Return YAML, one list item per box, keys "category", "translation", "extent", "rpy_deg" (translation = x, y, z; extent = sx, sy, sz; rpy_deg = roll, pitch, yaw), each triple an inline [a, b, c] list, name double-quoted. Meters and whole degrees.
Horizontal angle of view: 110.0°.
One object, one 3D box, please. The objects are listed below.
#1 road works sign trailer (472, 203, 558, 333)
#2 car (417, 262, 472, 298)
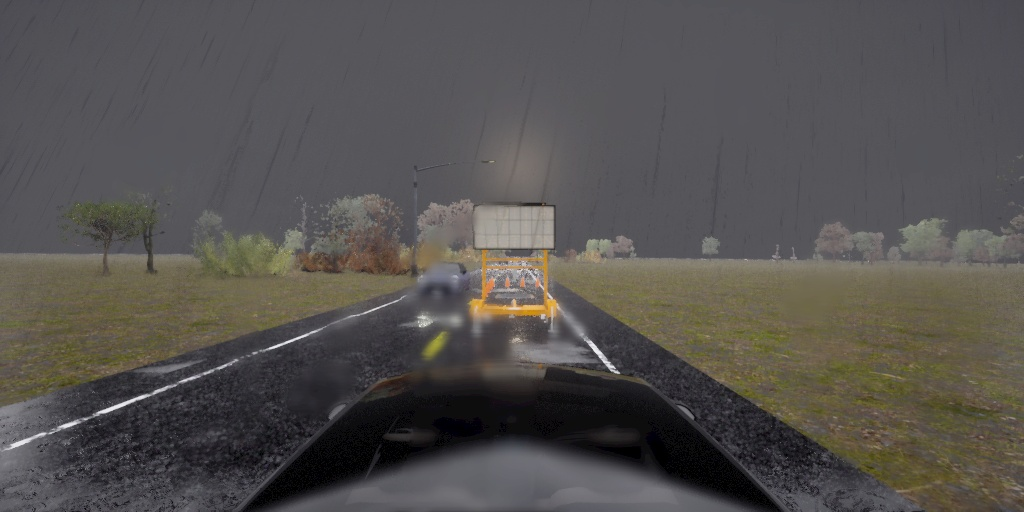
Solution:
- category: "road works sign trailer"
  translation: [0.084, 0.218, 10.737]
  extent: [2.380, 3.560, 2.880]
  rpy_deg: [0, 0, 0]
- category: "car"
  translation: [-3.354, 1.110, 18.526]
  extent: [2.097, 1.767, 4.553]
  rpy_deg: [0, 0, 1]
